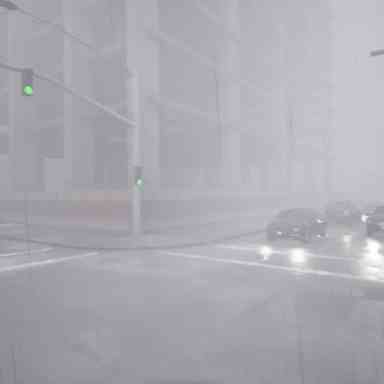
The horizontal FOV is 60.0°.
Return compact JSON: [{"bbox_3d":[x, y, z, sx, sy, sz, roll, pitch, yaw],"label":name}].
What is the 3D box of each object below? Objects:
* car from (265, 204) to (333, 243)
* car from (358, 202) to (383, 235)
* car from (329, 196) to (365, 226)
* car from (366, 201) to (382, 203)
[{"bbox_3d":[5.259,1.559,16.525,1.837,1.490,4.892,-1,0,36],"label":"car"},{"bbox_3d":[10.844,1.509,18.198,2.128,1.511,4.902,-1,0,36],"label":"car"},{"bbox_3d":[10.559,1.406,23.701,2.097,1.767,4.553,-1,0,36],"label":"car"},{"bbox_3d":[19.881,1.652,36.303,1.895,1.301,4.718,-1,0,37],"label":"car"}]
